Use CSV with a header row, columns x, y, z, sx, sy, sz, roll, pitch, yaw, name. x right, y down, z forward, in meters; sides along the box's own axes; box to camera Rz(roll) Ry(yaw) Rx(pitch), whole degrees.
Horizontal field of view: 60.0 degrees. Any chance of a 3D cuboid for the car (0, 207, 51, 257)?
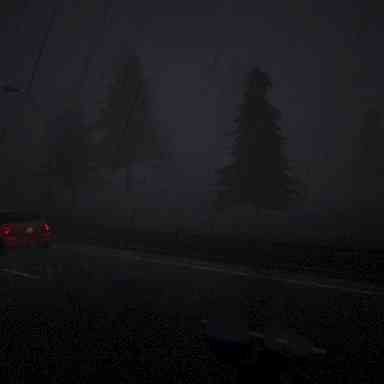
x,y,z,sx,sy,sz,roll,pitch,yaw,name
-7.946,1.483,13.641,4.553,1.767,2.097,-1,0,31,car
